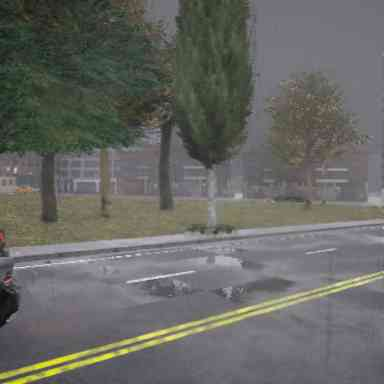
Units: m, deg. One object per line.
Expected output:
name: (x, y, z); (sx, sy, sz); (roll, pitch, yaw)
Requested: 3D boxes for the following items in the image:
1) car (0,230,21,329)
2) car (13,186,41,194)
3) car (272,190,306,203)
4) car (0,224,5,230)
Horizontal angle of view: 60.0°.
car: (-4.903, 1.492, 4.182); (4.892, 1.490, 1.837); (1, 0, -35)
car: (-28.505, -0.275, 57.654); (5.008, 1.535, 1.882); (1, 0, 11)
car: (14.748, 0.793, 49.070); (5.566, 2.045, 2.150); (3, 0, 11)
car: (-6.877, 1.208, 6.764); (5.566, 2.045, 2.150); (1, 0, -35)
